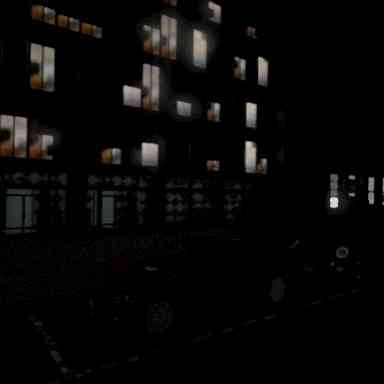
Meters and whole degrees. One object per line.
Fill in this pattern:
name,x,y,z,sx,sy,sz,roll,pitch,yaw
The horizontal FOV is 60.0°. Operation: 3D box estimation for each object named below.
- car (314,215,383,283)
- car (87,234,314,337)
car,4.720,1.538,9.918,4.097,1.590,1.967,1,0,-35
car,0.208,1.586,6.703,4.507,1.381,1.887,1,0,-35
